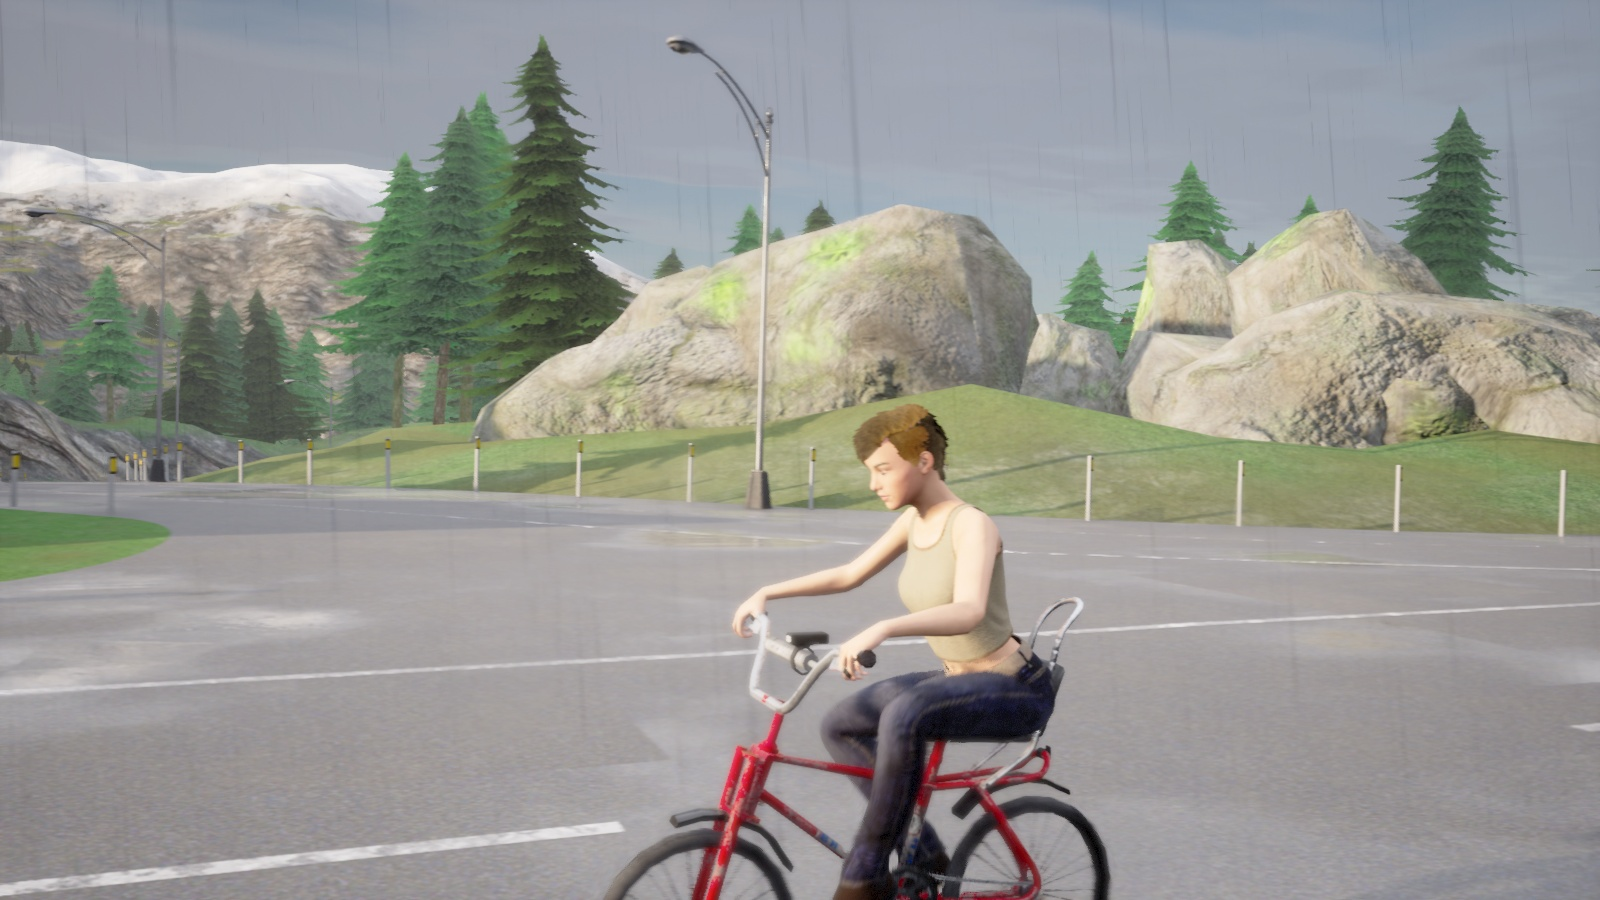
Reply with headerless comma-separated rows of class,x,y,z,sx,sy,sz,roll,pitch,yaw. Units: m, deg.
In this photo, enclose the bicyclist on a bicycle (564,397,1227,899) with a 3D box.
bicyclist on a bicycle,0.218,0.679,3.317,1.509,1.612,0.866,-1,1,-21
